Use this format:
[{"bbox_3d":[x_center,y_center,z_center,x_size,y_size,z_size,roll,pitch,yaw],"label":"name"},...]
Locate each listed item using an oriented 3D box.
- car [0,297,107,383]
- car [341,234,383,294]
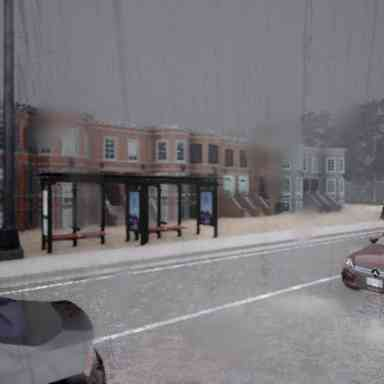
[{"bbox_3d":[-2.960,1.496,1.837,4.902,1.511,2.128,0,0,-33],"label":"car"},{"bbox_3d":[5.467,1.507,7.870,4.674,1.442,1.812,0,0,-36],"label":"car"}]
